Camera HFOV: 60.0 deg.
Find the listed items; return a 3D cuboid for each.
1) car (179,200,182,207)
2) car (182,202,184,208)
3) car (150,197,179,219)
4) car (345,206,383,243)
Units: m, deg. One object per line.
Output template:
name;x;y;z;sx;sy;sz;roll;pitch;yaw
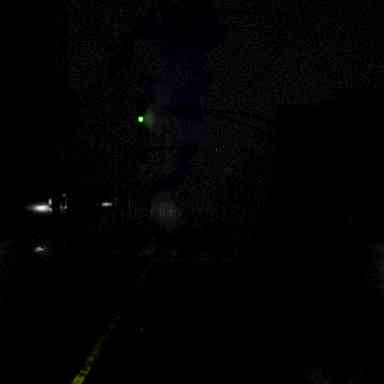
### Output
car;-2.777;2.036;45.625;2.033;1.411;5.357;0;-1;0
car;-2.663;2.366;65.240;1.837;1.490;4.892;0;-2;1
car;-2.797;1.533;33.180;2.150;2.045;5.566;0;-1;0
car;10.842;1.717;17.692;5.009;1.841;2.192;1;-1;0
